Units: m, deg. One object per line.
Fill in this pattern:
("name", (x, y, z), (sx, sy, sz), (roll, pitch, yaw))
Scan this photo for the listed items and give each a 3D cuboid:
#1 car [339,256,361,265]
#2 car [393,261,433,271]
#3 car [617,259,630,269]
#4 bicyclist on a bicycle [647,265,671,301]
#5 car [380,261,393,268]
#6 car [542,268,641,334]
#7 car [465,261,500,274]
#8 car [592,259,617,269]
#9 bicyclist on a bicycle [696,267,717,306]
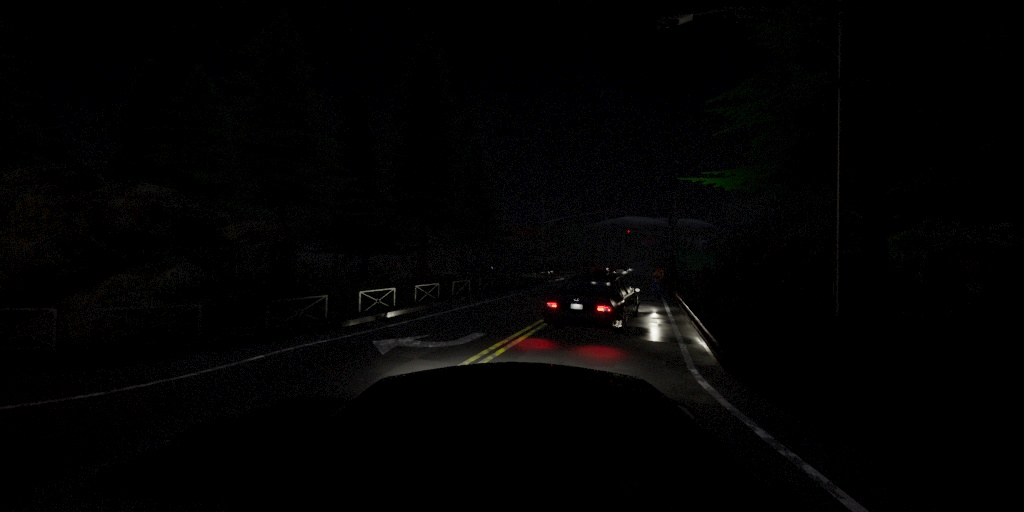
("car", (-22.668, 1.018, 52.408), (5.566, 2.045, 2.150), (1, -1, 25))
("car", (-13.091, 1.396, 48.408), (5.008, 1.535, 1.882), (1, -1, 21))
("car", (18.843, 1.620, 62.634), (2.150, 2.045, 5.566), (1, -1, 21))
("bicyclist on a bicycle", (6.801, 1.258, 16.514), (1.656, 1.620, 0.582), (1, 0, -30))
("car", (-17.720, 1.418, 54.213), (4.674, 1.442, 1.812), (1, -1, 23))
("car", (2.534, 1.231, 10.404), (2.033, 1.411, 5.357), (1, -1, 25))
("car", (-3.771, 1.391, 44.810), (4.553, 1.767, 2.097), (1, -1, 21))
("car", (9.858, 1.429, 39.125), (2.097, 1.767, 4.553), (0, -2, 21))
("bicyclist on a bicycle", (8.214, 1.272, 15.099), (1.656, 1.620, 0.582), (1, 0, -33))
